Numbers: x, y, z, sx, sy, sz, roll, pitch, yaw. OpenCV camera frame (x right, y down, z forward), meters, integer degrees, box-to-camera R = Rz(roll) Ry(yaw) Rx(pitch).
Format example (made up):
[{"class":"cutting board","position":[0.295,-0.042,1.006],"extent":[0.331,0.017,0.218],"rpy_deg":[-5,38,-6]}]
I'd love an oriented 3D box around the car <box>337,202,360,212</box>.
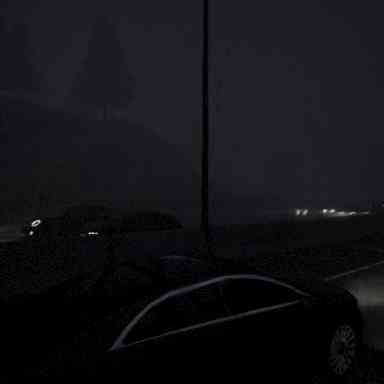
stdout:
[{"class":"car","position":[22.345,2.049,46.875],"extent":[1.895,1.301,4.718],"rpy_deg":[0,-1,35]}]

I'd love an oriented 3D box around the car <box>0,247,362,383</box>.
[{"class":"car","position":[0.134,1.521,3.925],"extent":[4.902,1.511,2.128],"rpy_deg":[1,0,-37]}]

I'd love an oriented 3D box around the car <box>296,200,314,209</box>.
[{"class":"car","position":[18.175,1.967,53.181],"extent":[2.128,1.511,4.902],"rpy_deg":[0,0,34]}]

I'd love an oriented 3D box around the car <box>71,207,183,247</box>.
[{"class":"car","position":[-2.688,1.605,15.308],"extent":[4.892,1.490,1.837],"rpy_deg":[1,0,-39]}]

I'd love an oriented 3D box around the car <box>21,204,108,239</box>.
[{"class":"car","position":[-6.176,1.449,17.028],"extent":[4.553,1.767,2.097],"rpy_deg":[1,-1,-38]}]

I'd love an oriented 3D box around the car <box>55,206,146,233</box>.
[{"class":"car","position":[-5.831,1.680,21.704],"extent":[5.357,1.411,2.033],"rpy_deg":[1,-1,-39]}]

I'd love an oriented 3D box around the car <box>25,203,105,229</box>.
[{"class":"car","position":[-8.990,1.624,23.706],"extent":[4.902,1.511,2.128],"rpy_deg":[1,0,-39]}]

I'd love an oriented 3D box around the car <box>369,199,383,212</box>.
[{"class":"car","position":[25.504,1.804,45.330],"extent":[2.097,1.767,4.553],"rpy_deg":[0,-1,35]}]

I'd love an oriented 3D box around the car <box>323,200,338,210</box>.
[{"class":"car","position":[22.272,1.983,52.972],"extent":[2.128,1.511,4.902],"rpy_deg":[0,0,34]}]
